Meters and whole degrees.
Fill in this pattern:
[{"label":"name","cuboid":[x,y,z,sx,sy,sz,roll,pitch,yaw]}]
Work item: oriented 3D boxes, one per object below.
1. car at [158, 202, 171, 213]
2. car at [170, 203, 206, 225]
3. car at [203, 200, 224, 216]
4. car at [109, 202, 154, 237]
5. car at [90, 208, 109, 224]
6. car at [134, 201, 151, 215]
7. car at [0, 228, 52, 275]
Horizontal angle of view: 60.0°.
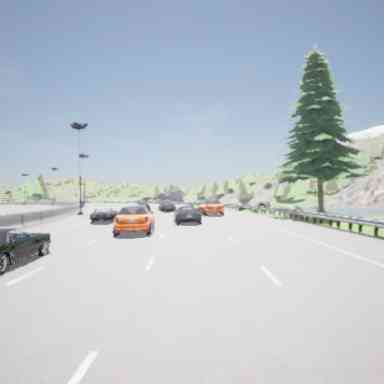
[{"label":"car","cuboid":[-3.496,2.027,45.585,1.994,1.385,4.181,-1,0,-13]},{"label":"car","cuboid":[-0.426,1.792,26.604,1.994,1.385,4.181,-1,0,-7]},{"label":"car","cuboid":[1.949,1.593,35.875,2.097,1.767,4.553,-2,-1,-9]},{"label":"car","cuboid":[-3.425,1.606,20.223,2.097,1.767,4.553,-2,-1,-4]},{"label":"car","cuboid":[-7.811,2.047,29.733,1.895,1.301,4.718,-1,0,-7]},{"label":"car","cuboid":[-6.419,2.022,42.743,1.837,1.490,4.892,-1,0,-12]},{"label":"car","cuboid":[-6.565,1.865,11.324,1.895,1.301,4.718,-1,0,-1]}]
